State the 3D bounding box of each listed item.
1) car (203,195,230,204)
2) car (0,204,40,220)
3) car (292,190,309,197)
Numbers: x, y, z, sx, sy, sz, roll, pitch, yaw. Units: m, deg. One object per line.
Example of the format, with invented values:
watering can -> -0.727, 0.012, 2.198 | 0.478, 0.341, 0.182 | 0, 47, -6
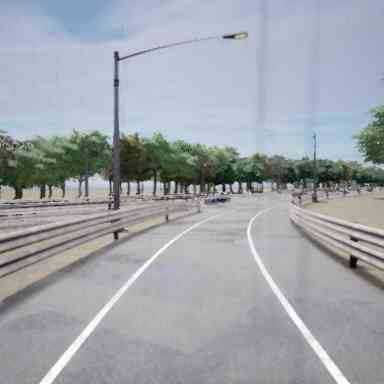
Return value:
car -> 3.816, 1.153, 50.516 | 1.895, 1.301, 4.718 | 0, 2, 42
car -> -15.569, 1.771, 28.719 | 1.812, 1.442, 4.674 | 0, 1, 42
car -> 23.796, 0.324, 72.977 | 2.033, 1.411, 5.357 | 0, 2, 42
